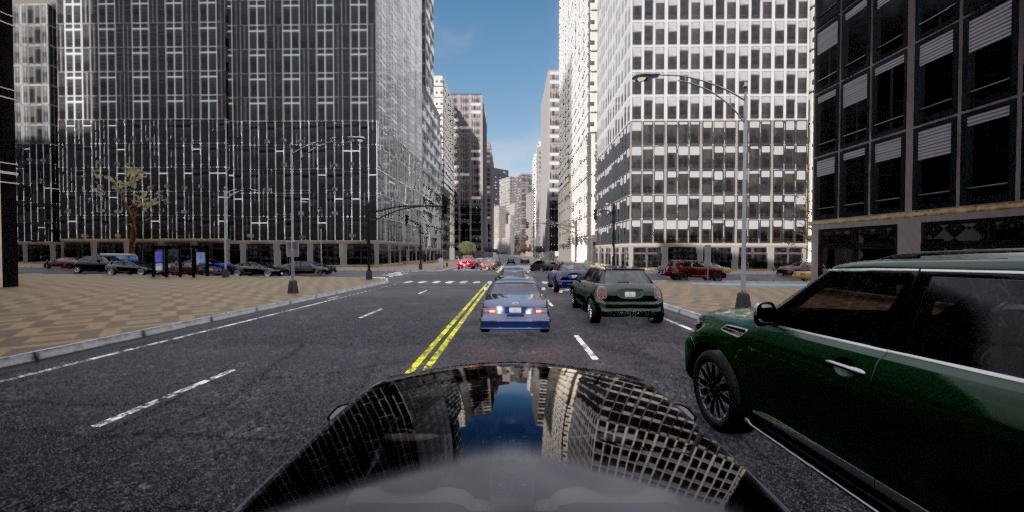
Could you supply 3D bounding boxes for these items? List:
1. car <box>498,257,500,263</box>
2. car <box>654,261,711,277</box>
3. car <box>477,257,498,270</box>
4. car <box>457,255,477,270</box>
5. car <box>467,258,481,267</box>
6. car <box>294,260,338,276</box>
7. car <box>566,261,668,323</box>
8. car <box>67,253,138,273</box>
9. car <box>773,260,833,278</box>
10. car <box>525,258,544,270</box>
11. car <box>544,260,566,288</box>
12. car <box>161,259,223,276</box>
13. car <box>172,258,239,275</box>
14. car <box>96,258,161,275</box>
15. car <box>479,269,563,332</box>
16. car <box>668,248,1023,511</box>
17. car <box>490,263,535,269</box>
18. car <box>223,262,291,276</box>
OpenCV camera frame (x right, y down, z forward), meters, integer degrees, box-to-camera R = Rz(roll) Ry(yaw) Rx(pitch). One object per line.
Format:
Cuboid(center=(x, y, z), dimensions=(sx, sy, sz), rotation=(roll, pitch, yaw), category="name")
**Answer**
Cuboid(center=(-3.472, 1.229, 60.053), dimensions=(1.812, 1.442, 4.674), rotation=(0, 0, 0), category="car")
Cuboid(center=(17.756, 1.350, 37.519), dimensions=(5.008, 1.535, 1.882), rotation=(1, 1, 1), category="car")
Cuboid(center=(-3.433, 1.066, 51.209), dimensions=(2.097, 1.767, 4.553), rotation=(0, 0, -1), category="car")
Cuboid(center=(-6.714, 0.933, 53.353), dimensions=(2.150, 2.045, 5.566), rotation=(0, 0, 0), category="car")
Cuboid(center=(-6.710, 1.177, 63.698), dimensions=(1.882, 1.535, 5.008), rotation=(0, 0, 1), category="car")
Cuboid(center=(-19.990, 1.135, 34.855), dimensions=(5.357, 1.411, 2.033), rotation=(1, 1, 1), category="car")
Cuboid(center=(3.325, 1.097, 12.217), dimensions=(2.097, 1.767, 4.553), rotation=(0, 0, 0), category="car")
Cuboid(center=(-39.881, 0.759, 35.219), dimensions=(4.553, 1.767, 2.097), rotation=(1, 1, 1), category="car")
Cuboid(center=(30.223, 1.334, 37.328), dimensions=(4.553, 1.767, 2.097), rotation=(0, 1, 1), category="car")
Cuboid(center=(3.765, 1.202, 43.335), dimensions=(1.837, 1.490, 4.892), rotation=(-3, 1, -22), category="car")
Cuboid(center=(3.303, 1.091, 21.082), dimensions=(2.097, 1.767, 4.553), rotation=(0, 0, 0), category="car")
Cuboid(center=(-28.489, 1.136, 32.318), dimensions=(4.207, 1.307, 1.802), rotation=(0, 0, 1), category="car")
Cuboid(center=(-29.850, 0.976, 35.033), dimensions=(5.008, 1.535, 1.882), rotation=(1, 1, 1), category="car")
Cuboid(center=(-34.170, 1.068, 32.477), dimensions=(4.313, 1.339, 1.948), rotation=(0, 0, 1), category="car")
Cuboid(center=(0.080, 1.293, 10.771), dimensions=(2.033, 1.411, 5.357), rotation=(0, 0, 0), category="car")
Cuboid(center=(3.345, 0.971, 2.371), dimensions=(2.150, 2.045, 5.566), rotation=(0, 0, 0), category="car")
Cuboid(center=(0.054, 1.304, 20.014), dimensions=(1.994, 1.385, 4.181), rotation=(0, 0, 0), category="car")
Cuboid(center=(-22.805, 1.172, 32.198), dimensions=(4.313, 1.339, 1.948), rotation=(0, 0, 1), category="car")
